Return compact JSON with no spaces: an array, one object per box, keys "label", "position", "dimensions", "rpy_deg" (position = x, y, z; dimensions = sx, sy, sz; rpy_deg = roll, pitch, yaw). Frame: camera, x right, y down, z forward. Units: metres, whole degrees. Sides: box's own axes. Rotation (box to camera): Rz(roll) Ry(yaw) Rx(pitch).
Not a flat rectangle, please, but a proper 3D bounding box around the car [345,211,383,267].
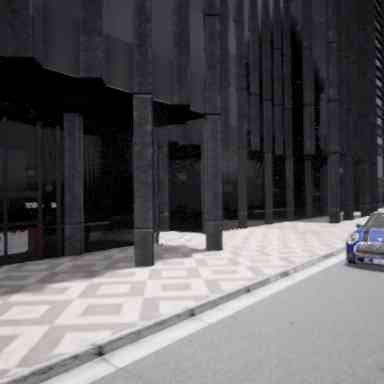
[{"label":"car","position":[6.903,1.453,11.389],"dimensions":[2.097,1.767,4.553],"rpy_deg":[-1,-1,41]}]
